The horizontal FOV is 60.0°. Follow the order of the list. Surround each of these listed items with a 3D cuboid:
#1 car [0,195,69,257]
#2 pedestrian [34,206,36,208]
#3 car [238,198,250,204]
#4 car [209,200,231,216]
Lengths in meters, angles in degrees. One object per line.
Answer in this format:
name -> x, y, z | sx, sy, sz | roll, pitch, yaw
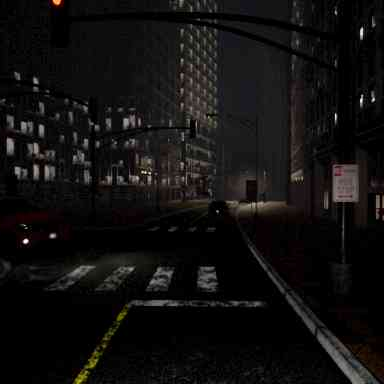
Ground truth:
car -> -7.449, 1.156, 12.841 | 5.566, 2.045, 2.150 | 1, 0, 23
pedestrian -> -9.376, 1.345, 19.873 | 0.500, 1.100, 0.500 | 0, 0, 17
car -> 10.896, 1.865, 68.989 | 1.895, 1.301, 4.718 | 0, 0, 18
car -> 2.749, 1.561, 33.461 | 1.837, 1.490, 4.892 | 0, 0, 8
